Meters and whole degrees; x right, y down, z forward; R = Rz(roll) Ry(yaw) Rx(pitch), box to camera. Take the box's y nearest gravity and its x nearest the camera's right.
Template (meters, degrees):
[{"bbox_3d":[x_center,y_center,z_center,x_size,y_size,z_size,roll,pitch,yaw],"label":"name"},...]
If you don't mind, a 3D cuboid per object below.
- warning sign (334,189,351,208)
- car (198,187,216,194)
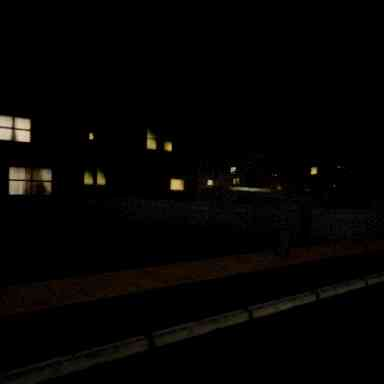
[{"bbox_3d":[15.464,0.613,34.205,1.300,1.860,1.060,-2,1,-34],"label":"warning sign"},{"bbox_3d":[2.335,0.040,49.353,1.812,1.442,4.674,1,2,-34],"label":"car"}]
